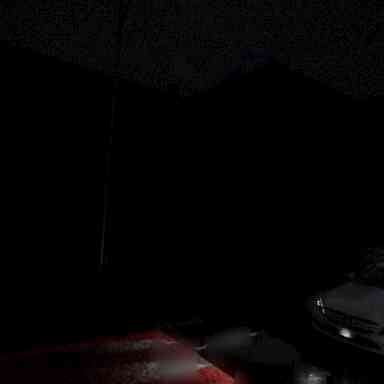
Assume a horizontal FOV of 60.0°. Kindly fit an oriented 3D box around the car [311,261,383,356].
[{"bbox_3d":[4.446,2.207,6.860,4.674,1.442,1.812,5,-3,-35],"label":"car"}]
